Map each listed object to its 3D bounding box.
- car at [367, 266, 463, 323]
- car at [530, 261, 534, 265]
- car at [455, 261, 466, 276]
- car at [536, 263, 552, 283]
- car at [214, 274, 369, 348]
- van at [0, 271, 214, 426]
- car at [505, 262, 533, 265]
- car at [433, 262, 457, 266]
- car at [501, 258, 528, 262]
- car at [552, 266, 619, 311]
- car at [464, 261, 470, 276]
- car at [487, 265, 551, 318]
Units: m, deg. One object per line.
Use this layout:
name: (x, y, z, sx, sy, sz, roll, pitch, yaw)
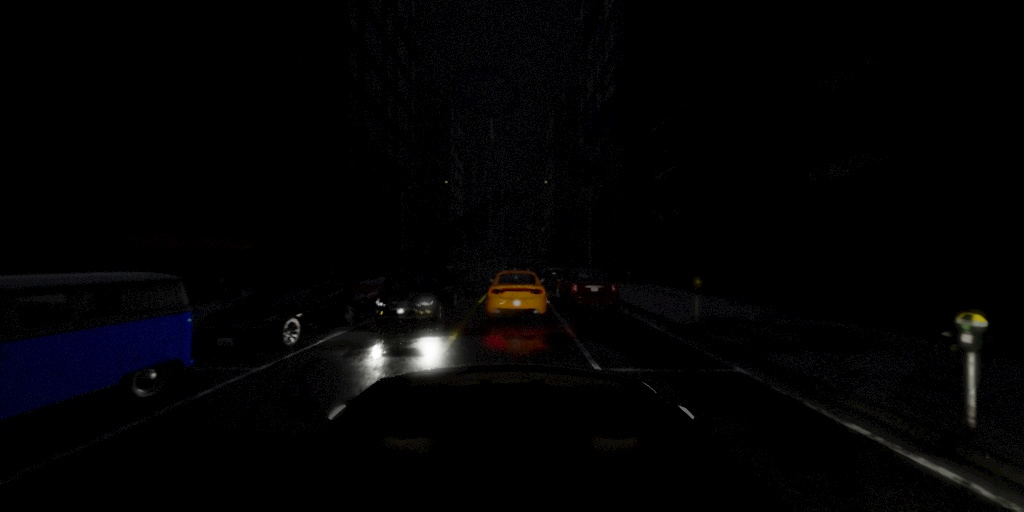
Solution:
car: (-3.030, 1.269, 12.244, 1.837, 1.490, 4.892, 0, 0, 0)
car: (3.113, 1.382, 36.675, 1.948, 1.339, 4.313, 0, 0, 0)
car: (-5.455, 1.377, 31.239, 1.802, 1.307, 4.207, 0, 0, 0)
car: (3.028, 1.346, 25.672, 2.007, 1.370, 4.403, 0, 0, 0)
car: (-5.623, 1.321, 9.234, 1.948, 1.339, 4.313, 0, 0, 0)
van: (-5.665, 1.087, 3.733, 1.690, 1.789, 3.998, 0, 0, 0)
car: (0.269, 1.356, 25.754, 1.994, 1.385, 4.181, 0, 0, 1)
car: (-5.496, 1.351, 25.738, 1.948, 1.339, 4.313, 0, 0, 0)
car: (0.292, 1.166, 37.295, 2.097, 1.767, 4.553, 0, 0, 1)
car: (2.945, 1.215, 14.670, 1.967, 1.591, 4.097, 0, 0, 0)
car: (-5.412, 1.246, 36.740, 1.967, 1.591, 4.097, 0, 0, 0)
car: (0.173, 1.247, 13.114, 1.882, 1.535, 5.008, 0, 0, 1)
